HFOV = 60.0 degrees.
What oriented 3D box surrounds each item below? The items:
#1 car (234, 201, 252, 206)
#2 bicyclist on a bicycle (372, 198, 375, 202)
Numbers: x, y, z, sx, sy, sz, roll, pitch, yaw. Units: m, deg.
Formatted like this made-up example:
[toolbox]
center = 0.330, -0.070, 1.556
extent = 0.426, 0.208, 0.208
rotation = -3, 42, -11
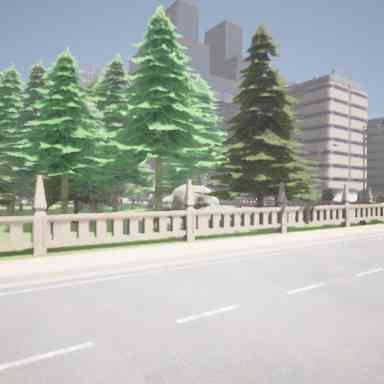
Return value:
[car]
center = 9.722, 1.937, 61.754
extent = 1.812, 1.442, 4.674
rotation = 1, 0, -35
[bicyclist on a bicycle]
center = 27.171, 1.783, 49.992
extent = 1.656, 1.620, 0.582
rotation = 0, 0, -35
